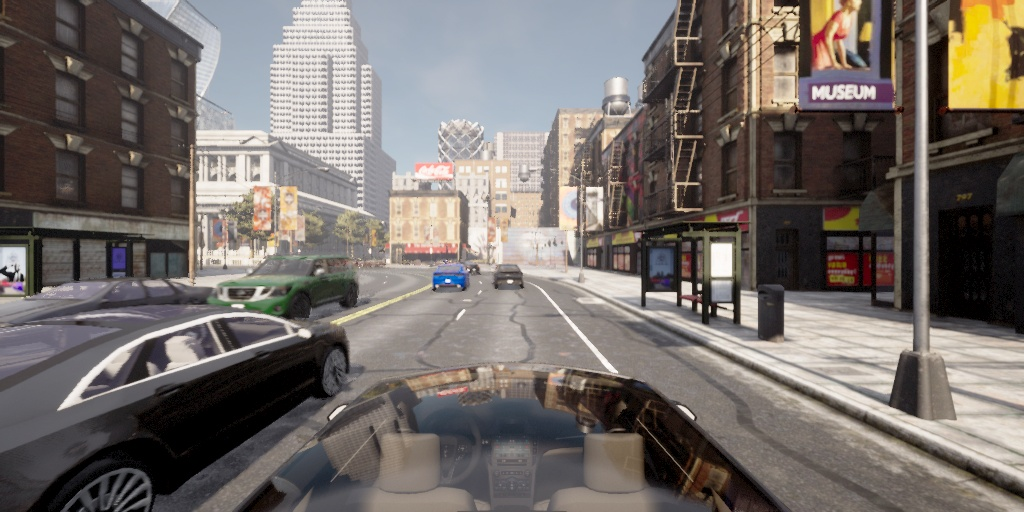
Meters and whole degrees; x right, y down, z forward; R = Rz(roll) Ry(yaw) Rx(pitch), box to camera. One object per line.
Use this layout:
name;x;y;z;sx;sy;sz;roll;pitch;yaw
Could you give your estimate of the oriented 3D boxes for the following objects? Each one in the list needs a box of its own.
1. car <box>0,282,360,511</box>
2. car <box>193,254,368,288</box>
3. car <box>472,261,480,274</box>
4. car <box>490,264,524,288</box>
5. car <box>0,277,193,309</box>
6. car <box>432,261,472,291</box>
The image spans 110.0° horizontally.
car;-3.400;1.240;3.583;2.128;1.511;4.902;0;0;0
car;-7.113;0.965;12.053;2.150;2.045;5.566;0;0;0
car;-4.937;1.252;39.068;1.812;1.442;4.674;0;0;-27
car;-0.363;1.242;23.764;1.837;1.490;4.892;0;0;-6
car;-10.597;1.292;9.512;2.033;1.411;5.357;0;0;0
car;-3.677;1.215;22.091;1.882;1.535;5.008;0;0;-4
